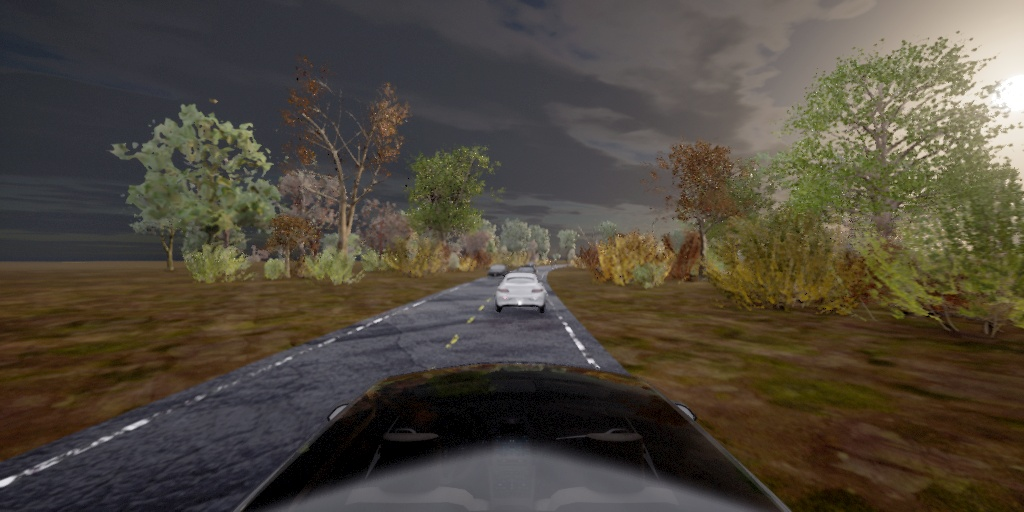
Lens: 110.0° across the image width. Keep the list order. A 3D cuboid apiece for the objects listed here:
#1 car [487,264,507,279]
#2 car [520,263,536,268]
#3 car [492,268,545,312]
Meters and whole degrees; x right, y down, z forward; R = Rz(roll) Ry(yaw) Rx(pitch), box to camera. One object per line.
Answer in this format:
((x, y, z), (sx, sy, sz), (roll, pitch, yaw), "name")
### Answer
((-1.411, 1.614, 37.863), (1.882, 1.535, 5.008), (0, -1, 5), "car")
((1.303, 1.621, 32.016), (2.033, 1.411, 5.357), (0, -1, 4), "car")
((0.373, 1.415, 14.908), (1.812, 1.442, 4.674), (0, -1, 2), "car")
